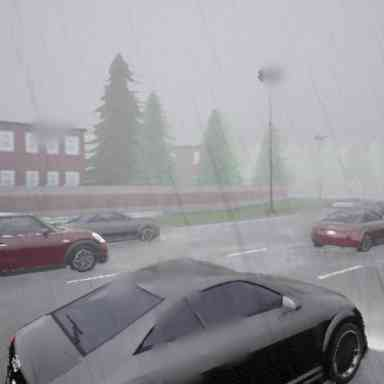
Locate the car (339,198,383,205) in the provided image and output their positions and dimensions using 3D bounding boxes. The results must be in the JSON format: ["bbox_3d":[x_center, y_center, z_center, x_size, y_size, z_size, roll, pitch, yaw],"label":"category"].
[{"bbox_3d":[12.085,1.206,22.362,2.033,1.411,5.357,0,1,43],"label":"car"}]

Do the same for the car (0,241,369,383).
[{"bbox_3d":[0.195,1.529,3.885,4.181,1.385,1.994,-1,1,-35],"label":"car"}]

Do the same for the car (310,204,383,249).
[{"bbox_3d":[6.469,1.373,12.982,4.181,1.385,1.994,-1,1,-39],"label":"car"}]

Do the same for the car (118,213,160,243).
[{"bbox_3d":[-3.478,1.484,14.188,4.181,1.385,1.994,-1,1,-36],"label":"car"}]

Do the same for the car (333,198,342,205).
[{"bbox_3d":[14.405,1.162,30.157,1.895,1.301,4.718,0,1,40],"label":"car"}]

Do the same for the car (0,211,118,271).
[{"bbox_3d":[-4.659,1.332,9.021,4.553,1.767,2.097,-1,1,-35],"label":"car"}]
